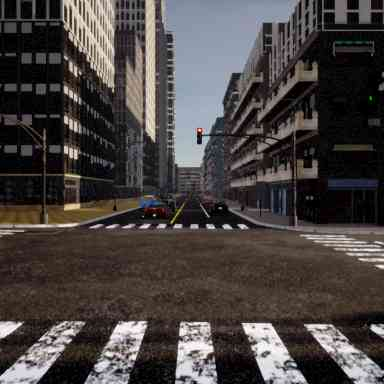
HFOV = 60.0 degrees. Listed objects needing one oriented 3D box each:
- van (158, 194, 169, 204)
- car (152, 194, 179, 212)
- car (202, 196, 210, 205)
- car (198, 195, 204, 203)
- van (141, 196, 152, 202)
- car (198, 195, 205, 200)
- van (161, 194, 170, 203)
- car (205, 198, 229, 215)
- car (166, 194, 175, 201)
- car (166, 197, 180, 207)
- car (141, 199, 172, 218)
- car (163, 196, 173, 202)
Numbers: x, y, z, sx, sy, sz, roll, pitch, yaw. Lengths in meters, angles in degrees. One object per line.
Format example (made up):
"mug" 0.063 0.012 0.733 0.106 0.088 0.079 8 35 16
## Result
"van" -5.673 1.353 66.367 1.690 1.788 3.998 0 0 0
"car" -3.092 1.224 39.917 2.150 2.045 5.566 0 0 0
"car" 2.701 1.549 43.749 1.887 1.381 4.507 0 0 0
"car" 2.707 1.560 60.712 2.008 1.369 4.403 0 0 0
"van" -5.680 1.346 43.751 1.690 1.788 3.998 0 0 0
"car" 2.717 1.590 94.637 1.947 1.339 4.313 0 0 0
"van" -5.671 1.355 72.022 1.690 1.788 3.998 0 0 0
"car" 2.699 1.568 33.782 1.947 1.339 4.313 0 0 0
"car" -5.665 1.336 88.986 2.192 1.841 5.009 0 0 0
"car" -3.066 1.571 53.615 1.994 1.385 4.181 0 0 0
"car" -3.093 1.603 29.586 1.895 1.301 4.718 0 0 0
"car" -5.668 1.567 77.676 2.008 1.369 4.403 0 0 0
